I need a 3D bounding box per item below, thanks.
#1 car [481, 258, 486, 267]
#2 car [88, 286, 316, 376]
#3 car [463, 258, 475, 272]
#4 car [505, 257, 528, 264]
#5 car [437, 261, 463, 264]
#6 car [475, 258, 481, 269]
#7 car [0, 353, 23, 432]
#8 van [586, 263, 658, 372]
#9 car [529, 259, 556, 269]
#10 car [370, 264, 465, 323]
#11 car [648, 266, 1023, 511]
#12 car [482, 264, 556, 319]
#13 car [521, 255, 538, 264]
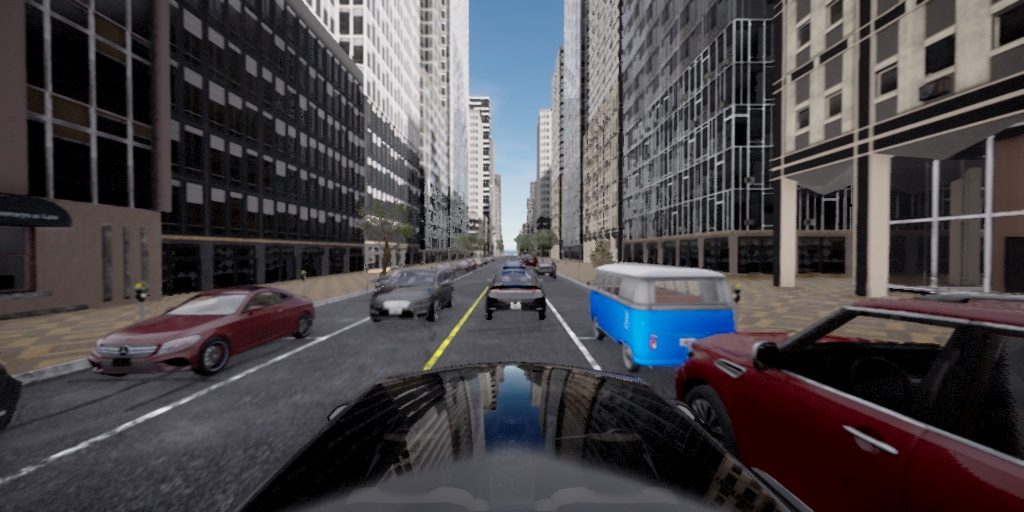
[{"bbox_3d":[-5.625,1.043,58.309,1.751,1.417,4.829,0,0,0],"label":"car"},{"bbox_3d":[-5.686,1.308,7.326,1.802,1.307,4.207,0,0,0],"label":"car"},{"bbox_3d":[-5.645,1.169,41.427,1.802,1.307,4.207,0,0,0],"label":"car"},{"bbox_3d":[0.134,1.112,30.317,1.882,1.535,5.008,0,0,0],"label":"car"},{"bbox_3d":[-5.659,1.184,30.060,2.007,1.370,4.403,0,0,0],"label":"car"},{"bbox_3d":[-5.638,1.004,47.111,1.967,1.591,4.097,0,0,0],"label":"car"},{"bbox_3d":[-5.693,1.299,1.642,2.007,1.370,4.403,0,0,0],"label":"car"},{"bbox_3d":[2.695,1.069,7.316,1.690,1.789,3.998,0,0,0],"label":"van"},{"bbox_3d":[2.722,1.187,30.050,2.007,1.370,4.403,0,0,0],"label":"car"},{"bbox_3d":[-3.082,1.199,11.970,2.128,1.511,4.902,0,0,0],"label":"car"},{"bbox_3d":[2.688,1.066,1.632,2.192,1.841,5.009,0,0,0],"label":"car"},{"bbox_3d":[0.112,1.198,12.497,2.128,1.511,4.902,0,0,0],"label":"car"},{"bbox_3d":[2.749,0.858,52.785,2.192,1.841,5.009,0,0,0],"label":"car"}]
